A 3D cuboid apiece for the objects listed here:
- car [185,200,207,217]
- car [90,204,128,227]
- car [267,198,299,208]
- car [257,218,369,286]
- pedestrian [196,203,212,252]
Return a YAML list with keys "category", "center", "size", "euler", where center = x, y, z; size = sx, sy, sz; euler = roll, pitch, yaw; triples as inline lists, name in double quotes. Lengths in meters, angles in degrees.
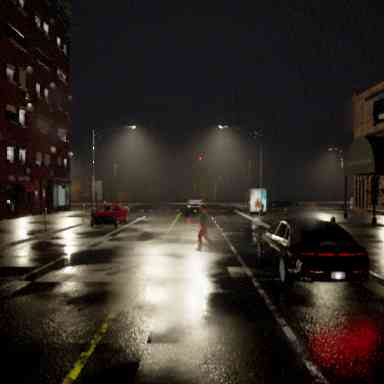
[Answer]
- category: "car"
  center: [0.337, 1.459, 31.040]
  size: [2.128, 1.511, 4.902]
  euler: [0, 0, 1]
- category: "car"
  center: [-5.508, 1.522, 22.469]
  size: [1.887, 1.381, 4.507]
  euler: [-1, 0, 1]
- category: "car"
  center: [12.060, 1.497, 44.397]
  size: [4.181, 1.385, 1.994]
  euler: [0, 1, 0]
- category: "car"
  center: [3.080, 1.496, 9.380]
  size: [1.837, 1.490, 4.892]
  euler: [0, 0, 0]
- category: "pedestrian"
  center: [0.437, 1.283, 12.198]
  size: [0.375, 1.860, 0.375]
  euler: [-1, 1, -2]
